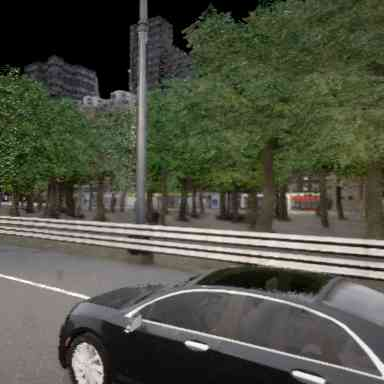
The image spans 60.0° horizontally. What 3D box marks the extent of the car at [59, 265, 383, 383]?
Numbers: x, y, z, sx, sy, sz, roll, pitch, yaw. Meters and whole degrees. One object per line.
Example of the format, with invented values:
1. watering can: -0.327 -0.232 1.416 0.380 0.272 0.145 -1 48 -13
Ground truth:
1. car: 0.552 1.610 3.682 4.892 1.490 1.837 0 -1 34
